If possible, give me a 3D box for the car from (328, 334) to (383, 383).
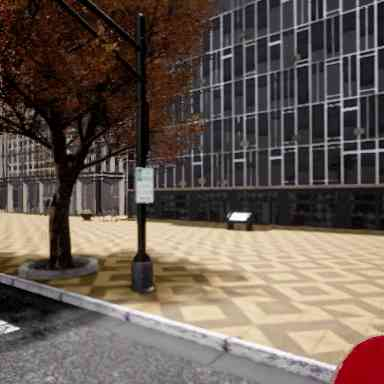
[{"bbox_3d":[2.889,1.300,0.817,5.009,1.841,2.192,-1,0,35],"label":"car"}]
